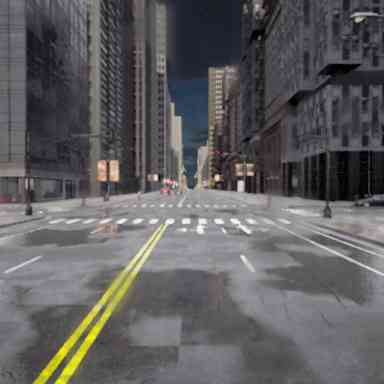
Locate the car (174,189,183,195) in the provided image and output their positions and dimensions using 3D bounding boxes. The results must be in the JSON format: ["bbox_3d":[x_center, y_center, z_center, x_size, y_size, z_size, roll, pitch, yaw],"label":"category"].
[{"bbox_3d":[-3.244,-0.102,81.117,2.128,1.511,4.902,0,1,0],"label":"car"}]

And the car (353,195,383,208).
[{"bbox_3d":[19.129,0.964,34.654,4.403,1.369,2.008,0,1,0],"label":"car"}]

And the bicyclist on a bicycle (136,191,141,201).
[{"bbox_3d":[-8.714,0.587,54.571,0.866,1.612,1.509,0,1,0],"label":"bicyclist on a bicycle"}]

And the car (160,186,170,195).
[{"bbox_3d":[-6.494,-0.402,81.082,2.150,2.045,5.566,0,1,0],"label":"car"}]
